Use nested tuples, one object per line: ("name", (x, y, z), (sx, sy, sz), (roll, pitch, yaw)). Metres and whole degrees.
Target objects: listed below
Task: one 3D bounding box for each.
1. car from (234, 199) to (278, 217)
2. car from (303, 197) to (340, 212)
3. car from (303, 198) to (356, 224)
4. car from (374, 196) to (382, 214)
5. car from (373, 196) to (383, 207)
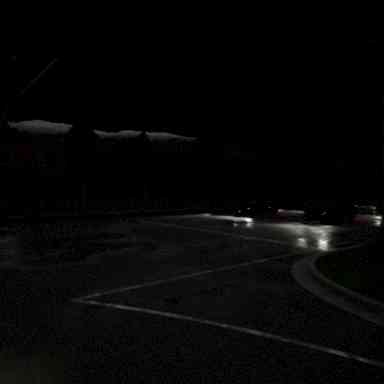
("car", (5.814, 1.375, 29.624), (4.674, 1.442, 1.812), (0, 0, -39))
("car", (14.317, 1.358, 36.648), (4.674, 1.442, 1.812), (0, 0, -39))
("car", (9.962, 1.369, 23.976), (5.008, 1.535, 1.882), (0, 0, -40))
("car", (19.988, 1.087, 32.258), (5.566, 2.045, 2.150), (-1, 1, -40))
("car", (28.090, 1.313, 47.941), (4.892, 1.490, 1.837), (1, 0, -39))
